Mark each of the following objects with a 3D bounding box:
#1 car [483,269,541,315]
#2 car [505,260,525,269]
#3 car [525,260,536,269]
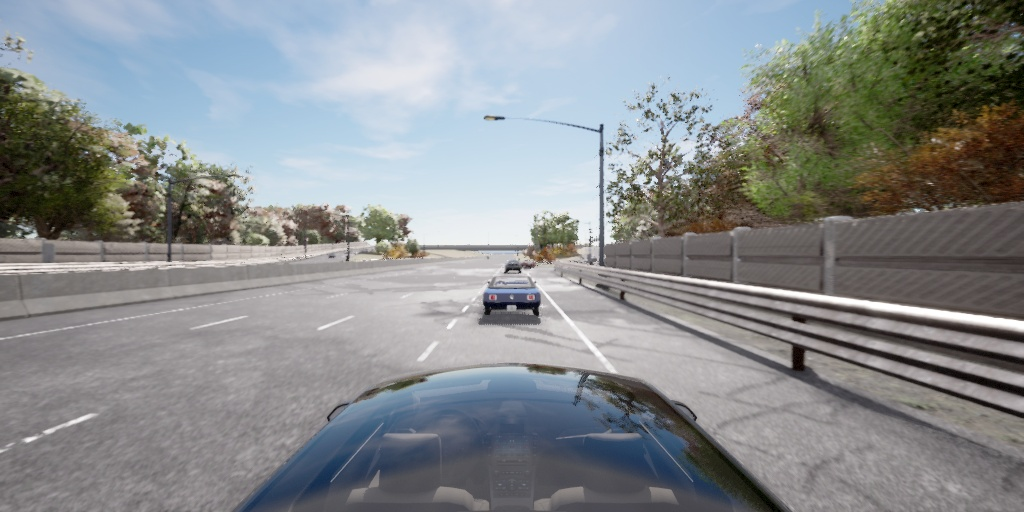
[{"bbox_3d":[-0.004,1.340,13.560,1.895,1.301,4.718,0,0,0],"label":"car"},{"bbox_3d":[0.250,1.229,42.170,1.837,1.490,4.892,-1,0,4],"label":"car"},{"bbox_3d":[2.613,1.372,58.007,1.895,1.301,4.718,2,-1,14],"label":"car"}]
